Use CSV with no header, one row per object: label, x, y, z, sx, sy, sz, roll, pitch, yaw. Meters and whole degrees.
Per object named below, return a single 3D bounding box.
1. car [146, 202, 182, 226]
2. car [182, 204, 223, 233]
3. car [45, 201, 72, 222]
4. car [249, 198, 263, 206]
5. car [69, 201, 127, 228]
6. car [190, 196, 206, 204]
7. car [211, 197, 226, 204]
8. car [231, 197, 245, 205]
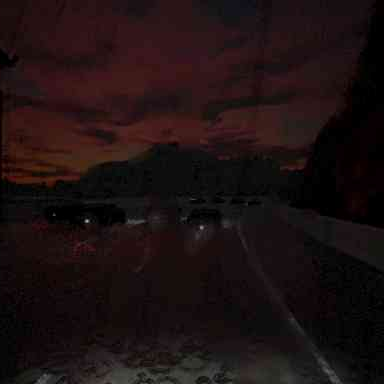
car,-1.905,1.506,23.717,1.837,1.490,4.892,0,-1,9
car,0.874,1.638,19.913,1.895,1.301,4.718,1,0,8
car,-8.849,1.384,24.731,1.882,1.535,5.008,0,0,9
car,11.963,1.809,62.338,1.994,1.385,4.181,1,0,23
car,-5.729,1.450,21.629,1.837,1.490,4.892,0,-1,8
car,1.280,1.589,63.708,2.128,1.511,4.902,1,0,22
car,5.042,1.654,63.775,1.837,1.490,4.892,0,-1,23
car,8.752,1.706,63.577,1.837,1.490,4.892,0,-1,23
